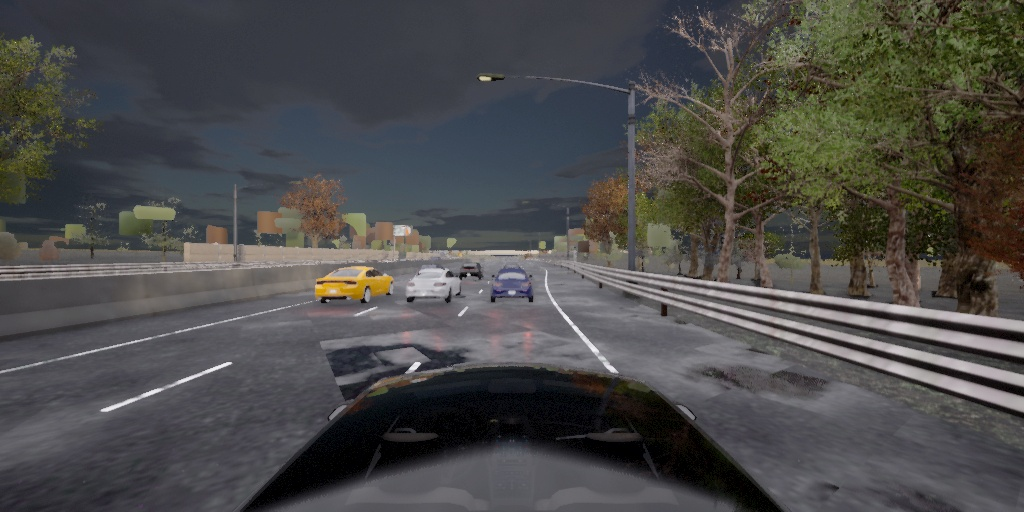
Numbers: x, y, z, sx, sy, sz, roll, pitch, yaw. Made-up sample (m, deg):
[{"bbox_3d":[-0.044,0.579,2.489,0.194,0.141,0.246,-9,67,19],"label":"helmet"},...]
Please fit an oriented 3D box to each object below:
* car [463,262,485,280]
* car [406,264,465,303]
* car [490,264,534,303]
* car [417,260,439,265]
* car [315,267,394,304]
[{"bbox_3d":[-3.500,1.276,31.501,1.837,1.490,4.892,0,0,0],"label":"car"},{"bbox_3d":[-3.500,1.283,16.501,1.812,1.442,4.674,0,0,0],"label":"car"},{"bbox_3d":[0.000,1.283,16.501,1.812,1.442,4.674,0,0,0],"label":"car"},{"bbox_3d":[-7.000,1.322,31.501,2.033,1.411,5.357,0,0,0],"label":"car"},{"bbox_3d":[-7.000,1.234,16.501,1.882,1.535,5.008,0,0,0],"label":"car"}]
